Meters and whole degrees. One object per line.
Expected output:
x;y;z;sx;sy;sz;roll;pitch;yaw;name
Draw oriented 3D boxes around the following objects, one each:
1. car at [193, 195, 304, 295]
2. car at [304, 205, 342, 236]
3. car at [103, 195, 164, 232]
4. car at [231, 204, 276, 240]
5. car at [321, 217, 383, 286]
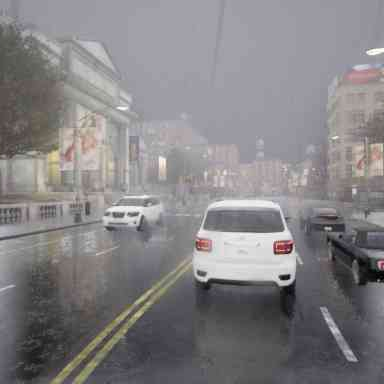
1.471;1.221;9.001;2.150;2.045;5.566;0;0;11;car
7.019;1.505;18.252;1.837;1.490;4.892;0;0;12;car
-3.379;1.227;20.466;2.150;2.045;5.566;0;0;13;car
3.437;1.492;18.306;2.128;1.511;4.902;0;0;12;car
5.112;1.601;9.209;1.895;1.301;4.718;0;0;11;car
